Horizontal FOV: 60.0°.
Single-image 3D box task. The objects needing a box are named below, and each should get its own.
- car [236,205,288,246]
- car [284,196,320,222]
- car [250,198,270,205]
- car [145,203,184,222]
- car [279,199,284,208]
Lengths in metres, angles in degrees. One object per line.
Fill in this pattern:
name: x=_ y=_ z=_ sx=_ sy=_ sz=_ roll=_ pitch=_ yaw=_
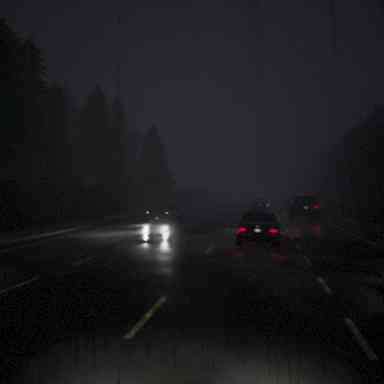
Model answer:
car: x=3.092 y=1.567 z=15.505 sx=2.033 sy=1.411 sz=5.357 roll=1 pitch=0 yaw=12
car: x=9.322 y=1.325 z=28.153 sx=2.150 sy=2.045 sz=5.566 roll=1 pitch=0 yaw=12
car: x=7.578 y=1.404 z=36.935 sx=2.097 sy=1.767 sz=4.553 roll=1 pitch=0 yaw=12
car: x=-2.027 y=1.549 z=25.682 sx=1.895 sy=1.301 sz=4.718 roll=1 pitch=0 yaw=12
car: x=12.674 y=1.631 z=44.219 sx=1.837 sy=1.490 sz=4.892 roll=1 pitch=0 yaw=12
